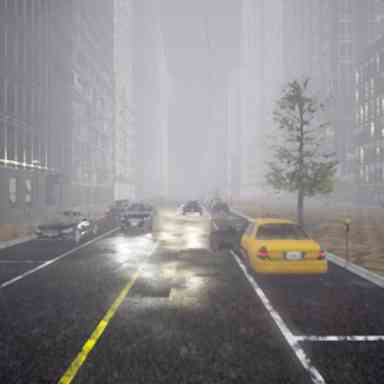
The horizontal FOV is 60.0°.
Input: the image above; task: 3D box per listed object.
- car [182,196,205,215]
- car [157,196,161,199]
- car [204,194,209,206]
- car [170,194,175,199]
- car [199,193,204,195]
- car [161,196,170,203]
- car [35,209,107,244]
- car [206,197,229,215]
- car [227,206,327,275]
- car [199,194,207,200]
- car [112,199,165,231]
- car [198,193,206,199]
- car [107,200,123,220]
[{"bbox_3d":[0.057,1.447,32.313,1.812,1.442,4.674,0,0,0],"label":"car"},{"bbox_3d":[-5.671,1.439,43.958,1.887,1.381,4.507,0,0,0],"label":"car"},{"bbox_3d":[2.708,1.348,38.244,1.967,1.590,4.097,0,0,0],"label":"car"},{"bbox_3d":[-5.655,1.339,95.161,2.008,1.369,4.403,0,0,0],"label":"car"},{"bbox_3d":[2.718,1.399,72.378,1.947,1.339,4.313,0,0,0],"label":"car"},{"bbox_3d":[-5.666,1.401,61.026,1.887,1.381,4.507,0,0,0],"label":"car"},{"bbox_3d":[-5.680,1.512,15.513,2.008,1.369,4.403,0,0,0],"label":"car"},{"bbox_3d":[2.706,1.472,32.556,2.008,1.369,4.403,0,0,0],"label":"car"},{"bbox_3d":[2.352,1.431,10.248,1.801,1.575,5.366,0,0,0],"label":"car"},{"bbox_3d":[2.722,1.335,83.926,1.752,1.417,4.829,0,0,0],"label":"car"},{"bbox_3d":[-3.093,1.441,20.315,2.128,1.511,4.902,0,0,0],"label":"car"},{"bbox_3d":[2.726,1.103,95.134,2.192,1.841,5.009,0,0,0],"label":"car"},{"bbox_3d":[-5.675,1.374,26.892,1.967,1.590,4.097,0,0,0],"label":"car"}]
